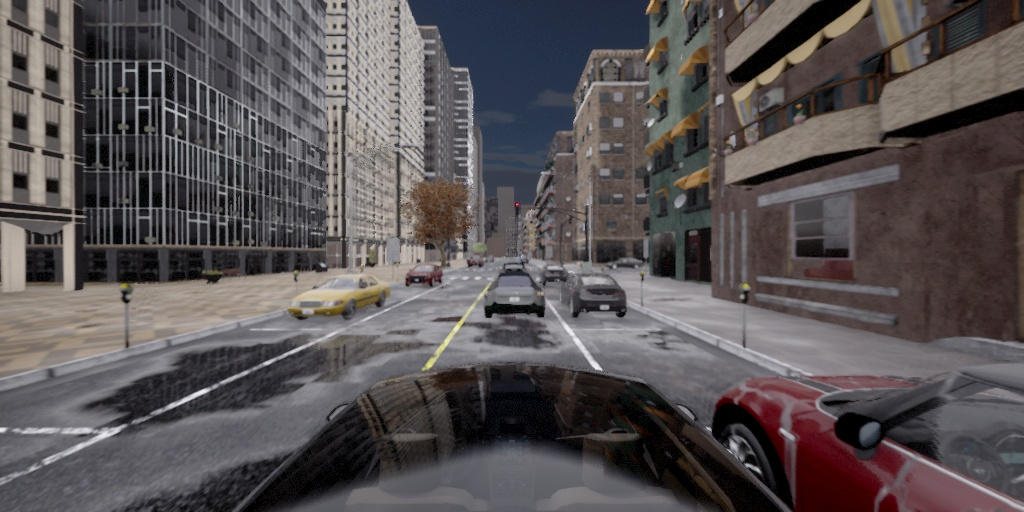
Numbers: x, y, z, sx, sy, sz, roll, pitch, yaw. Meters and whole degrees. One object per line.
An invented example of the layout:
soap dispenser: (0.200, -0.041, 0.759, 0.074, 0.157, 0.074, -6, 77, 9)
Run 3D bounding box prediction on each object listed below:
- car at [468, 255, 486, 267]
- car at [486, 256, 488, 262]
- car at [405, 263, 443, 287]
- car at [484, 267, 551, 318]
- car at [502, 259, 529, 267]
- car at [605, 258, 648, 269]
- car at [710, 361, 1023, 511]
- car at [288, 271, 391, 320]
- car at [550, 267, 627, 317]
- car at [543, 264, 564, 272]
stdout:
car: (-5.690, 0.815, 56.038, 2.192, 1.841, 5.009, 0, 0, 0)
car: (-5.689, 1.044, 61.561, 1.948, 1.339, 4.313, 0, 0, 0)
car: (-5.690, 1.185, 23.651, 1.888, 1.381, 4.507, 0, 0, 0)
car: (0.088, 1.257, 12.729, 1.994, 1.385, 4.181, 0, 0, 0)
car: (0.106, 1.149, 22.778, 1.837, 1.490, 4.892, 0, 0, -1)
car: (13.436, 0.892, 43.065, 4.403, 1.370, 2.007, 0, 0, -1)
car: (2.689, 1.191, 1.520, 1.967, 1.591, 4.097, 0, 0, 0)
car: (-5.690, 1.220, 12.416, 1.751, 1.417, 4.829, 0, 0, 0)
car: (2.690, 1.244, 12.585, 2.007, 1.370, 4.403, 0, 0, 0)
car: (2.690, 1.190, 23.651, 2.007, 1.370, 4.403, 0, 0, 0)
